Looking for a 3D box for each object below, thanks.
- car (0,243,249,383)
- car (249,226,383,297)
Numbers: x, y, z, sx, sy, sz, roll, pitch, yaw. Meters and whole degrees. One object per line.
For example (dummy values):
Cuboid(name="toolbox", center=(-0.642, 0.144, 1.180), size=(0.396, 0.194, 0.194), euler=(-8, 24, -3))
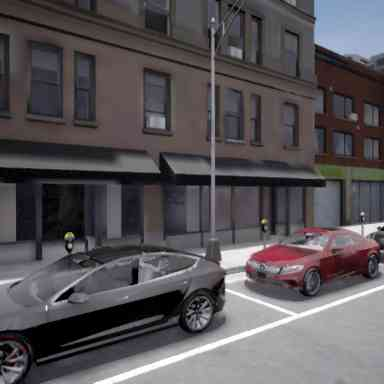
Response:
Cuboid(name="car", center=(-1.401, 1.563, 5.189), size=(4.313, 1.339, 1.947), euler=(0, 0, -35))
Cuboid(name="car", center=(3.225, 1.578, 8.489), size=(4.206, 1.307, 1.802), euler=(0, 0, -35))
